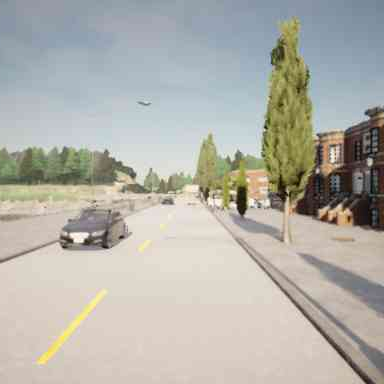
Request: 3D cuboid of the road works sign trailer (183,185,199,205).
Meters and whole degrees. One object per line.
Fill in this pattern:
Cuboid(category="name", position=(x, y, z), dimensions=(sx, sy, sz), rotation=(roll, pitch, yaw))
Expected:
Cuboid(category="road works sign trailer", position=(-0.010, 0.455, 56.600), dimensions=(2.380, 3.560, 2.880), rotation=(0, 0, 0))

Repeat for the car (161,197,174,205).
Cuboid(category="car", position=(-4.058, 1.554, 56.616), dimensions=(1.994, 1.385, 4.181), rotation=(0, 0, 1))

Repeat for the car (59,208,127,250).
Cuboid(category="car", position=(-4.102, 1.489, 14.476), dimensions=(2.128, 1.511, 4.902), rotation=(0, 0, 0))
